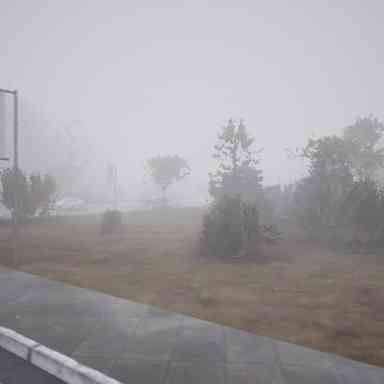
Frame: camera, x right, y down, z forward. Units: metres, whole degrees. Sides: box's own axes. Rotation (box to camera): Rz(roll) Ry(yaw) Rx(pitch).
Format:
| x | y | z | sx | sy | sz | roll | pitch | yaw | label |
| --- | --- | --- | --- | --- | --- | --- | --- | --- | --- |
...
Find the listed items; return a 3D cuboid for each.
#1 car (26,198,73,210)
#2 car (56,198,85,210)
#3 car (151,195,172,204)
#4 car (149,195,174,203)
| x | y | z | sx | sy | sz | roll | pitch | yaw | label |
| --- | --- | --- | --- | --- | --- | --- | --- | --- | --- |
| -18.966 | 1.533 | 44.473 | 2.033 | 1.411 | 5.357 | 0 | 0 | 39 | car |
| -15.984 | 1.510 | 42.599 | 1.812 | 1.442 | 4.674 | 0 | 0 | 38 | car |
| -5.752 | 1.299 | 55.416 | 1.882 | 1.535 | 5.008 | 0 | 1 | 39 | car |
| -5.578 | 1.264 | 61.247 | 1.812 | 1.442 | 4.674 | 0 | 1 | 38 | car |
